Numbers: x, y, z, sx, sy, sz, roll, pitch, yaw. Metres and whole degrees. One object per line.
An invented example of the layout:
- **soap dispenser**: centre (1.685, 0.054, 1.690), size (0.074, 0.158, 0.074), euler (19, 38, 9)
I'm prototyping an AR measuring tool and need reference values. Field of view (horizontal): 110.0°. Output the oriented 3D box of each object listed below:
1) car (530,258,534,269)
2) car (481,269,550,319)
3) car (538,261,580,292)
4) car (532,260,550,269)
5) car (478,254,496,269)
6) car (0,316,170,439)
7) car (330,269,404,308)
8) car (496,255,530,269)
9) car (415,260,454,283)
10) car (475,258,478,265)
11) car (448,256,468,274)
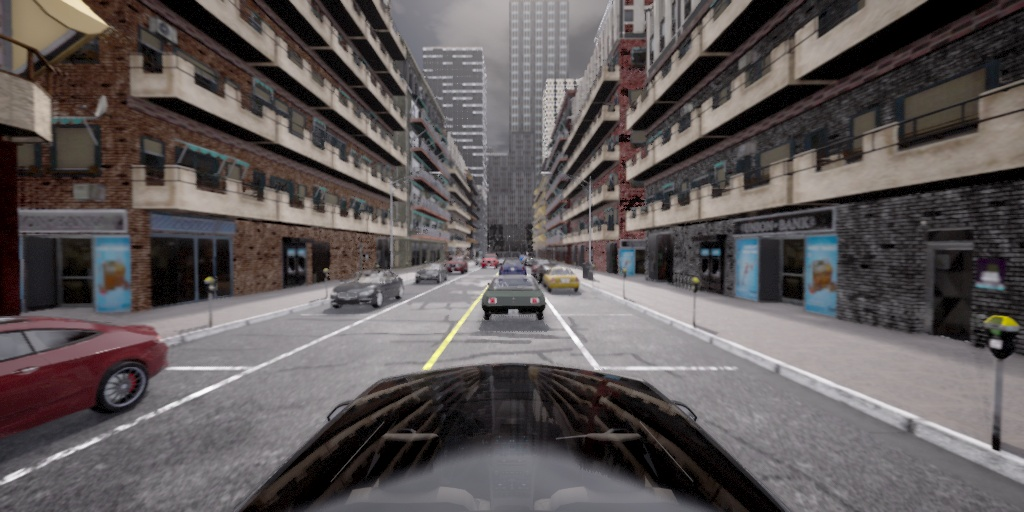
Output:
- **car**: centre (2.689, 1.039, 31.371), size (1.967, 1.591, 4.097), euler (0, 0, 0)
- **car**: centre (0.063, 1.296, 12.470), size (1.895, 1.301, 4.718), euler (0, 0, 0)
- **car**: centre (2.689, 1.181, 20.337), size (1.751, 1.417, 4.829), euler (0, 0, 0)
- **car**: centre (2.689, 1.193, 25.769), size (1.948, 1.339, 4.313), euler (0, 0, 0)
- **car**: centre (-3.082, 0.725, 50.432), size (2.150, 2.045, 5.566), euler (0, 0, 0)
- **car**: centre (-5.692, 1.323, 3.390), size (1.802, 1.307, 4.207), euler (0, 0, 0)
- **car**: centre (-5.691, 1.235, 14.594), size (2.007, 1.370, 4.403), euler (0, 0, 0)
- **car**: centre (0.070, 0.964, 28.583), size (2.097, 1.767, 4.553), euler (0, 0, 0)
- **car**: centre (-5.692, 1.178, 25.798), size (2.007, 1.370, 4.403), euler (0, 0, 0)
- **car**: centre (-5.692, 0.981, 65.011), size (2.007, 1.370, 4.403), euler (0, 0, 0)
- **car**: centre (-5.692, 0.885, 37.002), size (2.192, 1.841, 5.009), euler (0, 0, 0)
